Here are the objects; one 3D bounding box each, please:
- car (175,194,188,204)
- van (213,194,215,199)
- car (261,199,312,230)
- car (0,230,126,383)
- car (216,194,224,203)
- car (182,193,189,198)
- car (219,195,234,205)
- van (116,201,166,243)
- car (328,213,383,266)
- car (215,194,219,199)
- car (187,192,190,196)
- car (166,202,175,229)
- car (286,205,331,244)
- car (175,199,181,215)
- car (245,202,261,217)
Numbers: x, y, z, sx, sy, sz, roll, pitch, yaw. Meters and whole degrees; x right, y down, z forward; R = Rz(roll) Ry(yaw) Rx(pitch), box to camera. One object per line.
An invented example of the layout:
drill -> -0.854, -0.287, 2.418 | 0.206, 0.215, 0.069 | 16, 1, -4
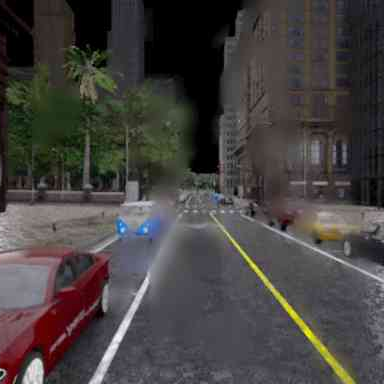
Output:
car -> -2.248, 1.539, 63.733 | 2.008, 1.369, 4.403 | 0, 0, 0
van -> 6.305, 1.350, 74.532 | 1.690, 1.788, 3.998 | 0, 0, 0
car -> 6.166, 1.340, 20.984 | 2.192, 1.841, 5.009 | 0, 0, 0
car -> -2.401, 1.538, 4.743 | 1.887, 1.381, 4.507 | 0, 0, 0
car -> 6.277, 1.581, 63.691 | 1.947, 1.339, 4.313 | 0, 0, 0
car -> -2.234, 1.426, 69.153 | 1.967, 1.590, 4.097 | 0, 0, 0
car -> 6.263, 1.584, 58.271 | 1.947, 1.339, 4.313 | 0, 0, 0
van -> -2.373, 1.338, 15.596 | 1.690, 1.788, 3.998 | 0, 0, 0
car -> 6.138, 1.573, 10.133 | 2.008, 1.369, 4.403 | 0, 0, 0
car -> 6.292, 1.538, 69.282 | 1.752, 1.417, 4.829 | 0, 0, 0
car -> -2.191, 1.413, 85.414 | 1.967, 1.590, 4.097 | 0, 0, 0
car -> -2.359, 1.437, 21.022 | 1.967, 1.590, 4.097 | 0, 0, 0
car -> 6.153, 1.549, 15.728 | 1.752, 1.417, 4.829 | 0, 0, 0
car -> -2.331, 1.579, 31.874 | 1.802, 1.307, 4.206 | 0, 0, 0
car -> 6.195, 1.591, 31.834 | 1.947, 1.339, 4.313 | 0, 0, 0
